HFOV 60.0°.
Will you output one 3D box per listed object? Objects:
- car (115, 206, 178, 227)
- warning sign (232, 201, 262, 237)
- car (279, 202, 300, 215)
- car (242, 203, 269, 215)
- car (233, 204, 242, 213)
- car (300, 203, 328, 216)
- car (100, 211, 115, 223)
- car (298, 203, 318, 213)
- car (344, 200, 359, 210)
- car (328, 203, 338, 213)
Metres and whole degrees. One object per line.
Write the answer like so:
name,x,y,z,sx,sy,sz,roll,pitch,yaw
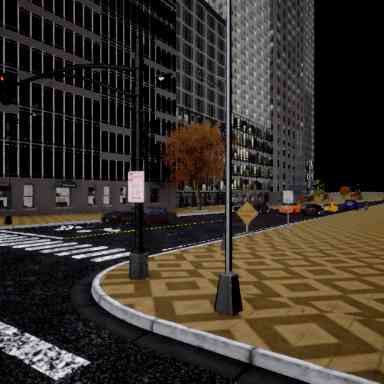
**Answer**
car,-3.209,1.930,26.269,2.033,1.411,5.357,0,-1,33
warning sign,3.095,1.454,18.576,1.300,1.860,1.060,1,1,33
car,13.738,2.203,46.277,2.097,1.767,4.553,0,-1,33
car,8.935,2.289,45.049,1.837,1.490,4.892,0,-1,33
car,7.782,2.431,49.225,1.895,1.301,4.718,0,-1,33
car,16.275,2.353,44.221,1.837,1.490,4.892,0,-1,33
car,-5.369,1.945,28.918,2.033,1.411,5.357,0,-1,33
car,19.143,2.576,54.746,2.033,1.411,5.357,0,-1,33
car,31.476,2.536,65.773,2.150,2.045,5.566,0,-1,33
car,21.875,2.510,52.986,1.882,1.535,5.008,0,-1,33
